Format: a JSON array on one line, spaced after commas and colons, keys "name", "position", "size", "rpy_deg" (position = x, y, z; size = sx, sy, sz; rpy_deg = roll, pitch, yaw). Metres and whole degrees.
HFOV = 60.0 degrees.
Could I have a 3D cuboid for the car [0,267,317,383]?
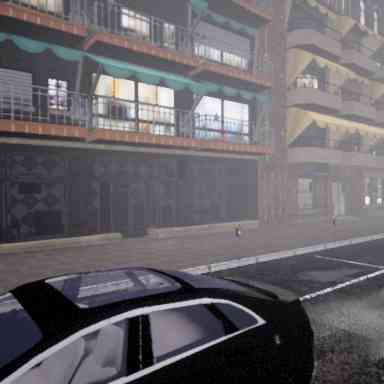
[{"name": "car", "position": [-0.965, 1.492, 2.623], "size": [4.902, 1.511, 2.128], "rpy_deg": [0, 0, -38]}]
